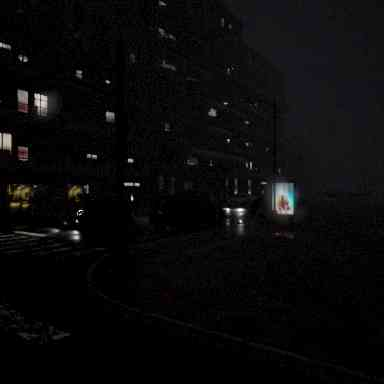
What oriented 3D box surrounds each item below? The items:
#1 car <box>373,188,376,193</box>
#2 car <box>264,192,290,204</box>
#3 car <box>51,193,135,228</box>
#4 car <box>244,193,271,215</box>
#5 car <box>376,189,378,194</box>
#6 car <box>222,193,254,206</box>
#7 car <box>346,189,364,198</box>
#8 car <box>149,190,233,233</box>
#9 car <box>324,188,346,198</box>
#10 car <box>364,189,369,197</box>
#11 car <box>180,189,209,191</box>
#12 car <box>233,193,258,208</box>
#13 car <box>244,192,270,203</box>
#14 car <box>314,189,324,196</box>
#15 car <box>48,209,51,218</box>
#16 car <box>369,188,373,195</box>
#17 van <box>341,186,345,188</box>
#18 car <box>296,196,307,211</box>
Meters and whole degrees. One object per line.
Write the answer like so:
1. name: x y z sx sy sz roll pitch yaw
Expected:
1. car: 38.087 -0.011 72.230 1.887 1.381 4.507 1 2 35
2. car: 11.363 0.731 44.162 1.994 1.385 4.181 0 1 36
3. car: -5.640 1.075 19.992 2.097 1.767 4.553 0 1 35
4. car: 6.234 1.069 26.815 1.947 1.339 4.313 1 2 35
5. car: 44.457 -0.220 81.312 2.008 1.369 4.403 1 2 35
6. car: 5.706 0.829 40.656 2.008 1.369 4.403 2 2 35
7. car: 28.532 0.309 58.605 1.887 1.381 4.507 1 2 35
8. car: -0.135 1.026 17.726 2.192 1.841 5.009 1 2 35
9. car: 25.001 0.406 58.110 1.895 1.301 4.718 0 1 35
10. car: 31.717 0.098 63.143 1.967 1.590 4.097 1 2 35
11. car: -0.103 0.764 27.880 2.150 2.045 5.566 0 1 36
12. car: 5.546 0.884 35.919 1.812 1.442 4.674 0 1 35
13. car: 8.890 0.754 45.196 1.802 1.307 4.206 2 2 35
14. car: 27.998 -0.024 72.435 1.967 1.590 4.097 2 2 35
15. car: -7.030 1.010 22.487 2.192 1.841 5.009 1 2 35
16. car: 34.902 0.096 67.688 1.887 1.381 4.507 1 2 35
17. van: 37.553 -0.446 86.054 1.690 1.788 3.998 2 2 35
18. car: 9.419 0.965 31.357 1.947 1.339 4.313 1 2 35
